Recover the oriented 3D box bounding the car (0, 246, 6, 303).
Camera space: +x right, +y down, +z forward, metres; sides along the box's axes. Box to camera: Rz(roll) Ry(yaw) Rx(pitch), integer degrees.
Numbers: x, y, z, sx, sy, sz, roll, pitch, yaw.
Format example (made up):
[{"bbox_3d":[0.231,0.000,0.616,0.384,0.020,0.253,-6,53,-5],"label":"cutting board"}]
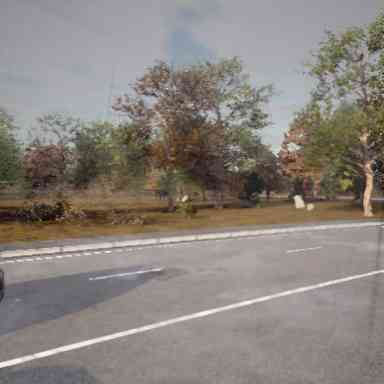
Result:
[{"bbox_3d":[-5.557,1.199,4.242,5.566,2.045,2.150,0,0,-36],"label":"car"}]
